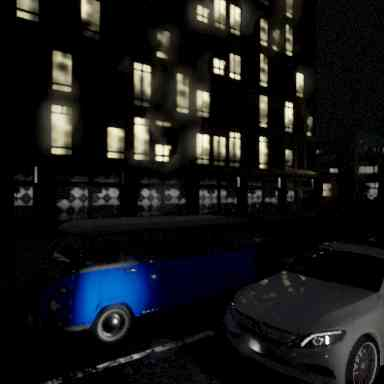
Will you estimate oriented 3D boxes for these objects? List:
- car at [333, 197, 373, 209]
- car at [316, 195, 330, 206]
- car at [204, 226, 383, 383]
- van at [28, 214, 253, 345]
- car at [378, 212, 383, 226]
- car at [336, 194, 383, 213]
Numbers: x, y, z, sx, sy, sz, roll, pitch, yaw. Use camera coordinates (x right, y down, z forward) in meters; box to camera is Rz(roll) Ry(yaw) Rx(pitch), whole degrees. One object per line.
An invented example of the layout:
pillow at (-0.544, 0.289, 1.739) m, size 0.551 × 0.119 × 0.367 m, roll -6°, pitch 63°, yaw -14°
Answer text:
car at (20.354, 1.358, 42.105) m, size 1.802 × 1.307 × 4.206 m, roll 1°, pitch 0°, yaw -36°
car at (17.073, 1.147, 46.576) m, size 1.967 × 1.590 × 4.097 m, roll 1°, pitch 0°, yaw -36°
car at (2.635, 1.528, 5.253) m, size 4.674 × 1.442 × 1.812 m, roll 0°, pitch 0°, yaw -35°
van at (-0.655, 1.342, 6.085) m, size 3.998 × 1.788 × 1.690 m, roll 0°, pitch 0°, yaw -35°
car at (8.364, 1.573, 12.518) m, size 4.313 × 1.339 × 1.947 m, roll 0°, pitch 0°, yaw -35°
car at (16.889, 1.115, 32.675) m, size 2.192 × 1.841 × 5.009 m, roll 1°, pitch 0°, yaw -36°
